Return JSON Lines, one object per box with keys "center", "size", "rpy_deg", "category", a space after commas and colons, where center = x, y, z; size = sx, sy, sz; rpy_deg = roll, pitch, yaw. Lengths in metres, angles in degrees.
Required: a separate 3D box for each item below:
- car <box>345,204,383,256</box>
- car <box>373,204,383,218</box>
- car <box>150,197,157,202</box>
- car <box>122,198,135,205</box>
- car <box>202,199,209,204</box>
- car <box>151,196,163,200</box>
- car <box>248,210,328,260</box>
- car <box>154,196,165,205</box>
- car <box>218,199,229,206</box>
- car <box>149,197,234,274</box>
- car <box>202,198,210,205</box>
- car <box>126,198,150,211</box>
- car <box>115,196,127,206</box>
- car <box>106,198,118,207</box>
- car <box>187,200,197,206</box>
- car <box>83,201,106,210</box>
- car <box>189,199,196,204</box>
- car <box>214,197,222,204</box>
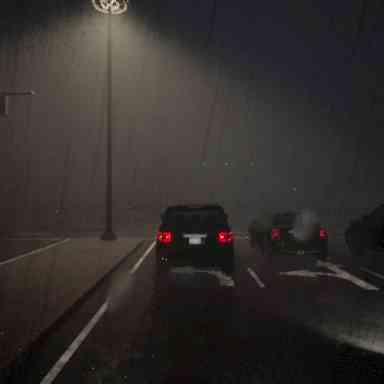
{"center": [7.079, 1.326, 10.675], "size": [2.150, 2.045, 5.566], "rpy_deg": [0, -1, 0], "category": "car"}
{"center": [21.112, 1.938, 33.564], "size": [4.718, 1.301, 1.895], "rpy_deg": [0, -1, 1], "category": "car"}
{"center": [-8.111, 2.151, 60.454], "size": [2.033, 1.411, 5.357], "rpy_deg": [0, -1, 1], "category": "car"}
{"center": [-15.065, 2.318, 79.512], "size": [2.128, 1.511, 4.902], "rpy_deg": [0, -1, 0], "category": "car"}
{"center": [3.677, 2.527, 93.356], "size": [1.895, 1.301, 4.718], "rpy_deg": [0, -1, 1], "category": "car"}
{"center": [-8.066, 1.933, 70.977], "size": [2.150, 2.045, 5.566], "rpy_deg": [0, -1, 0], "category": "car"}
{"center": [3.580, 1.485, 13.191], "size": [2.097, 1.767, 4.553], "rpy_deg": [0, -1, 0], "category": "car"}
{"center": [-8.046, 2.026, 81.749], "size": [2.150, 2.045, 5.566], "rpy_deg": [0, -1, 0], "category": "car"}
{"center": [6.933, 2.334, 73.996], "size": [1.895, 1.301, 4.718], "rpy_deg": [0, -1, 0], "category": "car"}
{"center": [0.080, 1.335, 11.044], "size": [2.150, 2.045, 5.566], "rpy_deg": [0, 0, 0], "category": "car"}
{"center": [3.466, 2.309, 83.290], "size": [1.882, 1.535, 5.008], "rpy_deg": [0, -1, 1], "category": "car"}
{"center": [-8.140, 1.998, 50.708], "size": [2.128, 1.511, 4.902], "rpy_deg": [0, -1, 0], "category": "car"}
{"center": [-15.065, 1.918, 69.415], "size": [2.150, 2.045, 5.566], "rpy_deg": [0, -1, 0], "category": "car"}
{"center": [-15.110, 2.194, 59.516], "size": [1.895, 1.301, 4.718], "rpy_deg": [0, -1, 0], "category": "car"}
{"center": [0.035, 2.295, 69.585], "size": [1.895, 1.301, 4.718], "rpy_deg": [0, -1, 0], "category": "car"}
{"center": [-15.136, 2.070, 50.764], "size": [1.994, 1.385, 4.181], "rpy_deg": [0, -1, 0], "category": "car"}
{"center": [0.165, 2.522, 92.907], "size": [1.895, 1.301, 4.718], "rpy_deg": [0, -1, 1], "category": "car"}
{"center": [7.168, 2.283, 92.959], "size": [2.097, 1.767, 4.553], "rpy_deg": [0, -1, 1], "category": "car"}
